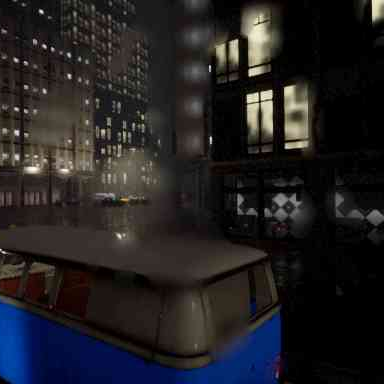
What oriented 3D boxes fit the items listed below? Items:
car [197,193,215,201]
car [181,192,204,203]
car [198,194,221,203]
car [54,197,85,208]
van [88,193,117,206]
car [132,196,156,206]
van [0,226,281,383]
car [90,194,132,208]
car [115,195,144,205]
[{"bbox_3d":[3.121,1.016,73.256,1.967,1.590,4.097,0,0,36],"label":"car"},{"bbox_3d":[-0.094,0.909,54.680,2.192,1.841,5.009,0,0,36],"label":"car"},{"bbox_3d":[3.238,1.101,59.230,2.008,1.369,4.403,0,0,36],"label":"car"},{"bbox_3d":[-16.868,1.403,45.949,1.947,1.339,4.313,0,0,36],"label":"car"},{"bbox_3d":[-13.539,1.136,50.500,1.690,1.788,3.998,0,0,36],"label":"van"},{"bbox_3d":[-6.753,1.230,45.582,2.008,1.369,4.403,0,0,36],"label":"car"},{"bbox_3d":[-1.051,1.342,3.640,3.998,1.788,1.690,0,-1,36],"label":"van"},{"bbox_3d":[-10.083,1.267,41.033,1.887,1.381,4.507,0,0,36],"label":"car"},{"bbox_3d":[-10.306,1.278,54.914,1.752,1.417,4.829,0,0,36],"label":"car"}]
